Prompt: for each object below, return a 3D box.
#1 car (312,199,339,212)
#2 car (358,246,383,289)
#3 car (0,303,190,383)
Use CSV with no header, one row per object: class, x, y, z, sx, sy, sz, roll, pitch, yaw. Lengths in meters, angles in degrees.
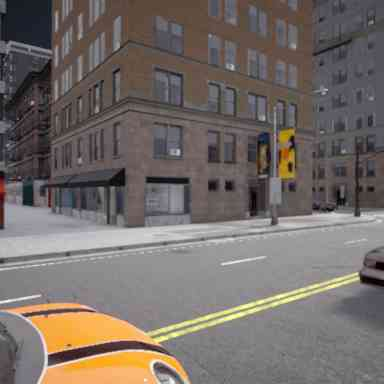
car,14.087,1.549,38.521,2.033,1.411,5.357,0,0,-36
car,6.073,1.554,7.963,5.357,1.411,2.033,0,0,-37
car,-2.111,1.352,1.878,4.553,1.767,2.097,0,0,-37
